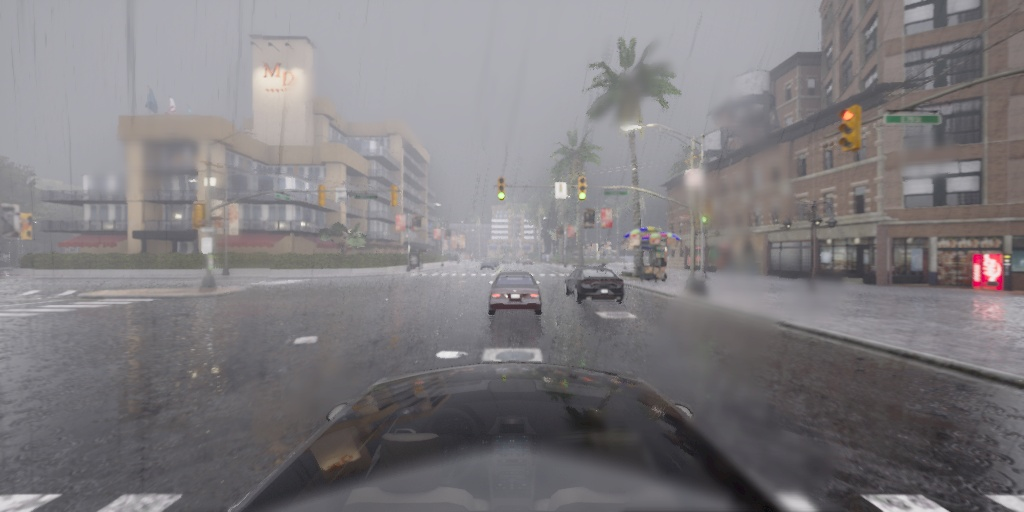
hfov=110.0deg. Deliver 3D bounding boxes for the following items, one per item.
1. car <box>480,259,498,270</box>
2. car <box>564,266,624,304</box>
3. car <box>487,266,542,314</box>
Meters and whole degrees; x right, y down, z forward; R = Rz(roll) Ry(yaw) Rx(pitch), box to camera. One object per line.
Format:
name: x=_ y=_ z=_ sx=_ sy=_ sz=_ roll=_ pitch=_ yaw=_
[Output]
car: x=-3.486 y=1.260 z=51.452 sx=2.033 sy=1.411 sz=5.357 roll=0 pitch=0 yaw=0
car: x=3.604 y=1.217 z=16.456 sx=1.882 sy=1.535 sz=5.008 roll=0 pitch=0 yaw=0
car: x=0.104 y=1.288 z=13.626 sx=2.033 sy=1.411 sz=5.357 roll=0 pitch=0 yaw=0
